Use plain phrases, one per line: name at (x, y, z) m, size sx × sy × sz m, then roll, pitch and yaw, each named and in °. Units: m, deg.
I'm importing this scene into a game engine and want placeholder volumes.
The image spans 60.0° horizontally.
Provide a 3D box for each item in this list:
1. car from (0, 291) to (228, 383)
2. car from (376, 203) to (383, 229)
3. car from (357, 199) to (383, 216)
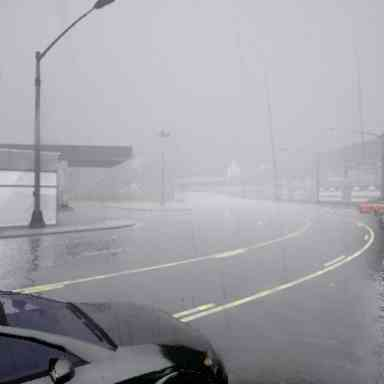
car at (-1.702, 1.565, 2.676) m, size 4.181 × 1.385 × 1.994 m, roll 0°, pitch 0°, yaw -36°
car at (12.155, 1.621, 19.449) m, size 1.812 × 1.442 × 4.674 m, roll 0°, pitch 0°, yaw 25°
car at (19.131, 1.514, 34.705) m, size 2.097 × 1.767 × 4.553 m, roll 0°, pitch 0°, yaw 3°
